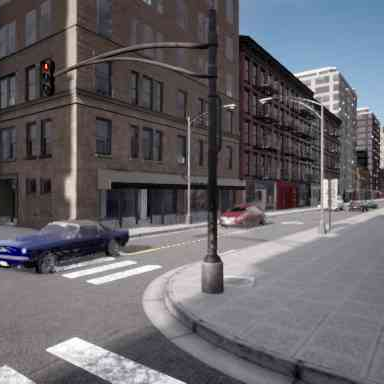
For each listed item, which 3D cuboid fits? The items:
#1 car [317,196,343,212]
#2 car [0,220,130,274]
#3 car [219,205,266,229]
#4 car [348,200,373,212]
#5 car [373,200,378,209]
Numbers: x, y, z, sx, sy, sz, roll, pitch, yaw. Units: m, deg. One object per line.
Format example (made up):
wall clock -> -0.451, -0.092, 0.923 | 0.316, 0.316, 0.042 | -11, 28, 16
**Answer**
car -> 18.153, 1.498, 43.460 | 2.150, 2.045, 5.566 | 0, -1, 36
car -> -4.171, 1.649, 11.021 | 1.895, 1.301, 4.718 | 0, 0, 25
car -> 3.630, 1.661, 23.161 | 1.812, 1.442, 4.674 | 0, 0, 35
car -> 22.034, 1.781, 43.955 | 2.128, 1.511, 4.902 | 0, 0, 36
car -> 27.785, 1.903, 52.034 | 1.994, 1.385, 4.181 | 0, 0, 35
